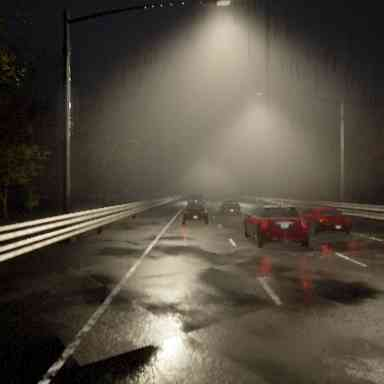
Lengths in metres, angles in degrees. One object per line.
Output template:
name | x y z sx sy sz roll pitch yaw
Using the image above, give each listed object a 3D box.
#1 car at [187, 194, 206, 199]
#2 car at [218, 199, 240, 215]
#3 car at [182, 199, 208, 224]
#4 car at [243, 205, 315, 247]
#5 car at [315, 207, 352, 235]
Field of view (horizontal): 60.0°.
car | 0.551 1.235 42.989 2.150 2.045 5.566 0 0 1
car | 3.898 1.517 34.658 1.837 1.490 4.892 0 0 1
car | 0.260 1.534 25.024 1.812 1.442 4.674 0 0 1
car | 3.666 1.358 15.225 2.097 1.767 4.553 0 0 0
car | 7.193 1.534 18.588 1.812 1.442 4.674 0 0 0
